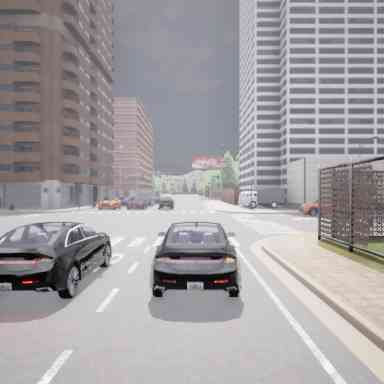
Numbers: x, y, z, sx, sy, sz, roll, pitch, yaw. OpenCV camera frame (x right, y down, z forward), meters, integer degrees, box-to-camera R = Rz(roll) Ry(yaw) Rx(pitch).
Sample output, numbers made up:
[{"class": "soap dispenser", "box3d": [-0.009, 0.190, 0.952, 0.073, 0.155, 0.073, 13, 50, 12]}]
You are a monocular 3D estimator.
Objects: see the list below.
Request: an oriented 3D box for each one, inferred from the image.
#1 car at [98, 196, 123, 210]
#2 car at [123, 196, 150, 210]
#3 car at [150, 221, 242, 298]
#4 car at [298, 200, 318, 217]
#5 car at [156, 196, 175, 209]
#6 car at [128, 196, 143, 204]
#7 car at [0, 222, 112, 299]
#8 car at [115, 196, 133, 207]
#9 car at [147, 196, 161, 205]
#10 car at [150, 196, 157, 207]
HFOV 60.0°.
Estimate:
[{"class": "car", "box3d": [-10.571, 1.352, 42.903, 2.097, 1.767, 4.553, 0, 0, 0]}, {"class": "car", "box3d": [-7.047, 1.352, 42.893, 2.097, 1.767, 4.553, 0, 0, 0]}, {"class": "car", "box3d": [0.111, 1.492, 8.484, 2.128, 1.511, 4.902, 0, 0, 1]}, {"class": "car", "box3d": [12.106, 1.296, 30.295, 4.553, 1.767, 2.097, 0, 0, 0]}, {"class": "car", "box3d": [-3.385, 1.505, 45.264, 1.837, 1.490, 4.892, 0, 0, 0]}, {"class": "car", "box3d": [-10.533, 1.477, 62.592, 1.882, 1.535, 5.008, 0, 0, 1]}, {"class": "car", "box3d": [-3.397, 1.492, 8.421, 2.128, 1.511, 4.902, 0, 0, 0]}, {"class": "car", "box3d": [-10.566, 1.477, 52.127, 1.882, 1.535, 5.008, 0, 0, 0]}, {"class": "car", "box3d": [-7.040, 1.477, 62.073, 1.882, 1.535, 5.008, 0, 0, 0]}, {"class": "car", "box3d": [-7.068, 1.505, 52.026, 1.837, 1.490, 4.892, 0, 0, 0]}]
